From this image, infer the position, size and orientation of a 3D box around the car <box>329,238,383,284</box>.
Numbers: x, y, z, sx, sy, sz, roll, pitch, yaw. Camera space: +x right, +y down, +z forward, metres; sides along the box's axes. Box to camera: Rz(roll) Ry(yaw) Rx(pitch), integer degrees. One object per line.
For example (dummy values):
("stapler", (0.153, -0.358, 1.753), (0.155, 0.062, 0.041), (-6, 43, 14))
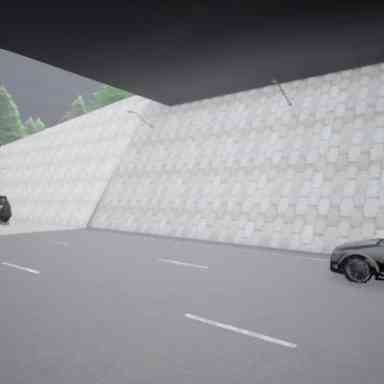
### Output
("car", (5.767, 1.655, 8.432), (4.181, 1.385, 1.994), (0, 0, 37))

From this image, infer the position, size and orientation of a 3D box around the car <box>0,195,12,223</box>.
("car", (-15.402, 1.234, 24.452), (5.566, 2.045, 2.150), (0, 0, 37))
